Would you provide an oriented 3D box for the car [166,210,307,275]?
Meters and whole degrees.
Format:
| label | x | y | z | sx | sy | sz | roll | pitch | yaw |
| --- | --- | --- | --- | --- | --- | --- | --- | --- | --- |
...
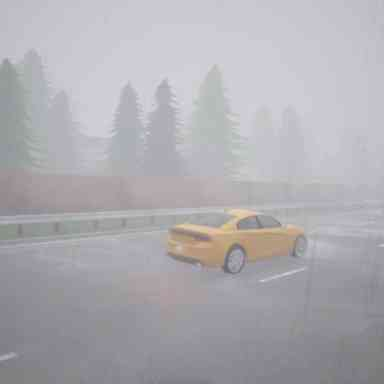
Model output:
| label | x | y | z | sx | sy | sz | roll | pitch | yaw |
| --- | --- | --- | --- | --- | --- | --- | --- | --- | --- |
| car | 1.546 | 1.265 | 9.882 | 5.008 | 1.535 | 1.882 | 0 | 2 | -42 |
